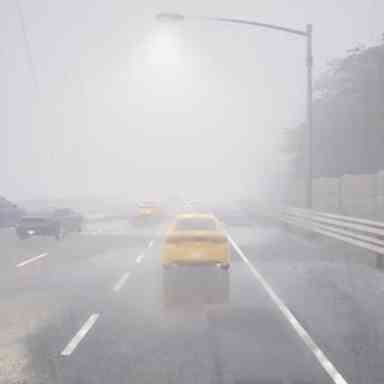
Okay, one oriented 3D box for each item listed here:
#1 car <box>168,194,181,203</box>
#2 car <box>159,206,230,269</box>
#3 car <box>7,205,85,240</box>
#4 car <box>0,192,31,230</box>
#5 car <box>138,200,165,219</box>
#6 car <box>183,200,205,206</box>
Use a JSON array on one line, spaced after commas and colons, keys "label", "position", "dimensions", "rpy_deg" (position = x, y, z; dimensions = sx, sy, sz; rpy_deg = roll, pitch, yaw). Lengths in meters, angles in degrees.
[{"label": "car", "position": [-3.245, 1.177, 62.176], "dimensions": [2.097, 1.767, 4.553], "rpy_deg": [0, 0, 0]}, {"label": "car", "position": [0.116, 1.451, 11.064], "dimensions": [1.882, 1.535, 5.008], "rpy_deg": [0, 0, 0]}, {"label": "car", "position": [-6.868, 1.462, 16.634], "dimensions": [1.837, 1.490, 4.892], "rpy_deg": [0, 0, 0]}, {"label": "car", "position": [-10.369, 1.179, 16.680], "dimensions": [2.150, 2.045, 5.566], "rpy_deg": [0, 0, 0]}, {"label": "car", "position": [-3.413, 1.401, 28.507], "dimensions": [1.882, 1.535, 5.008], "rpy_deg": [0, 0, 0]}, {"label": "car", "position": [0.197, 1.446, 29.161], "dimensions": [1.812, 1.442, 4.674], "rpy_deg": [0, 0, 1]}]
